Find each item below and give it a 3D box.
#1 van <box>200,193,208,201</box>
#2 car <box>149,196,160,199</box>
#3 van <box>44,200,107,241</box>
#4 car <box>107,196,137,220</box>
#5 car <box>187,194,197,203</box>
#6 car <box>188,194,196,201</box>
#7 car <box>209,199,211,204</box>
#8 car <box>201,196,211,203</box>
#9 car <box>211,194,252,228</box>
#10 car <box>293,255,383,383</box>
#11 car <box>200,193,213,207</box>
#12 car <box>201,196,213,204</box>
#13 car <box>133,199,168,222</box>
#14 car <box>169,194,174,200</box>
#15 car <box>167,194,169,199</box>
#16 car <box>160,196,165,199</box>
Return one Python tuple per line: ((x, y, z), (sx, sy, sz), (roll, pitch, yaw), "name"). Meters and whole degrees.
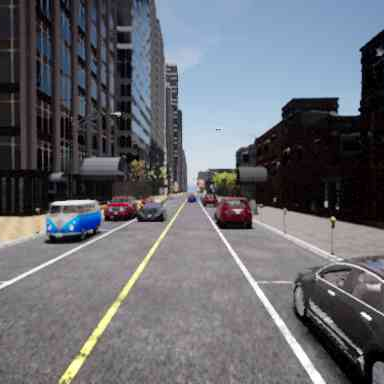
((2.673, 1.193, 77.189), (1.690, 1.788, 3.998), (-1, 0, 0), "van")
((-5.704, 1.461, 43.994), (1.887, 1.381, 4.507), (-1, 0, 0), "car")
((-5.706, 1.310, 16.320), (1.690, 1.788, 3.998), (-1, 0, 0), "van")
((-5.706, 1.263, 27.389), (2.192, 1.841, 5.009), (-1, 0, 0), "car")
((-0.002, 1.344, 67.372), (1.882, 1.535, 5.008), (0, 0, 0), "car")
((-0.002, 1.158, 77.656), (1.882, 1.535, 5.008), (0, 0, 0), "car")
((2.677, 1.473, 27.550), (1.752, 1.417, 4.829), (-1, 0, 0), "car")
((2.677, 1.455, 66.121), (1.802, 1.307, 4.206), (-1, 0, 0), "car")
((2.674, 1.274, 21.845), (2.192, 1.841, 5.009), (-1, 0, 0), "car")
((2.690, 1.543, 4.506), (2.008, 1.369, 4.403), (-1, 0, 0), "car")
((2.673, 1.220, 49.518), (2.192, 1.841, 5.009), (-1, 0, 0), "car")
((2.677, 1.450, 60.587), (1.947, 1.339, 4.313), (-1, 0, 0), "car")
((-3.030, 1.515, 25.848), (1.994, 1.385, 4.181), (0, 0, 0), "car")
((-5.706, 1.271, 88.273), (1.967, 1.590, 4.097), (-1, 0, 0), "car")
((-5.704, 1.410, 60.428), (1.752, 1.417, 4.829), (-1, 0, 0), "car")
((-5.704, 1.420, 54.894), (1.752, 1.417, 4.829), (-1, 0, 0), "car")
